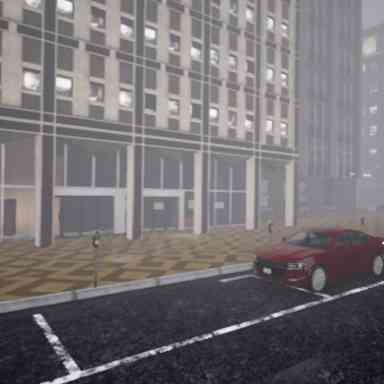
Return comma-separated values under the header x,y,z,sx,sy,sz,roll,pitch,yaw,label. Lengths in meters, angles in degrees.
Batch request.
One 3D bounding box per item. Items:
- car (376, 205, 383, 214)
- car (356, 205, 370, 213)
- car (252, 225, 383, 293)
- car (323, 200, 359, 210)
x,y,z,sx,sy,sz,roll,pitch,yaw,label
22.977,1.977,37.372,1.802,1.307,4.206,1,-1,-36,car
19.781,1.909,41.839,1.752,1.417,4.829,1,-1,-36,car
3.611,1.634,9.123,4.507,1.381,1.887,1,0,-35,car
23.100,2.033,51.599,1.752,1.417,4.829,1,-1,-36,car
